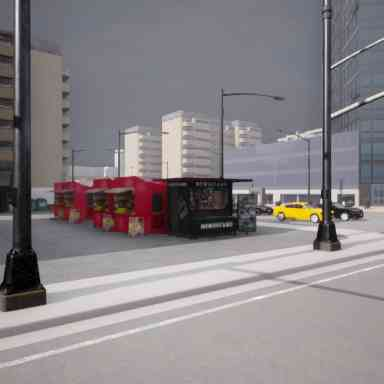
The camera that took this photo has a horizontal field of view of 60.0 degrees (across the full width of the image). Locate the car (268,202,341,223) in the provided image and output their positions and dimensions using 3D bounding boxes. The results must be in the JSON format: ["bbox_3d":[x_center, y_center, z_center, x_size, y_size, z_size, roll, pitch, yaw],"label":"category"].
[{"bbox_3d":[8.948,1.588,26.838,1.882,1.535,5.008,0,-1,-38],"label":"car"}]

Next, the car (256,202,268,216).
[{"bbox_3d":[6.771,1.777,35.835,1.994,1.385,4.181,0,-1,-36],"label":"car"}]

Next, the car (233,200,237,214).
[{"bbox_3d":[3.127,1.454,34.907,2.150,2.045,5.566,0,-1,-36],"label":"car"}]

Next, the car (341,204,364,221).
[{"bbox_3d":[12.052,1.586,28.553,1.882,1.535,5.008,0,-1,-36],"label":"car"}]

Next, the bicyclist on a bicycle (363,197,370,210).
[{"bbox_3d":[22.309,1.464,42.475,1.656,1.620,0.582,0,0,-36],"label":"bicyclist on a bicycle"}]
